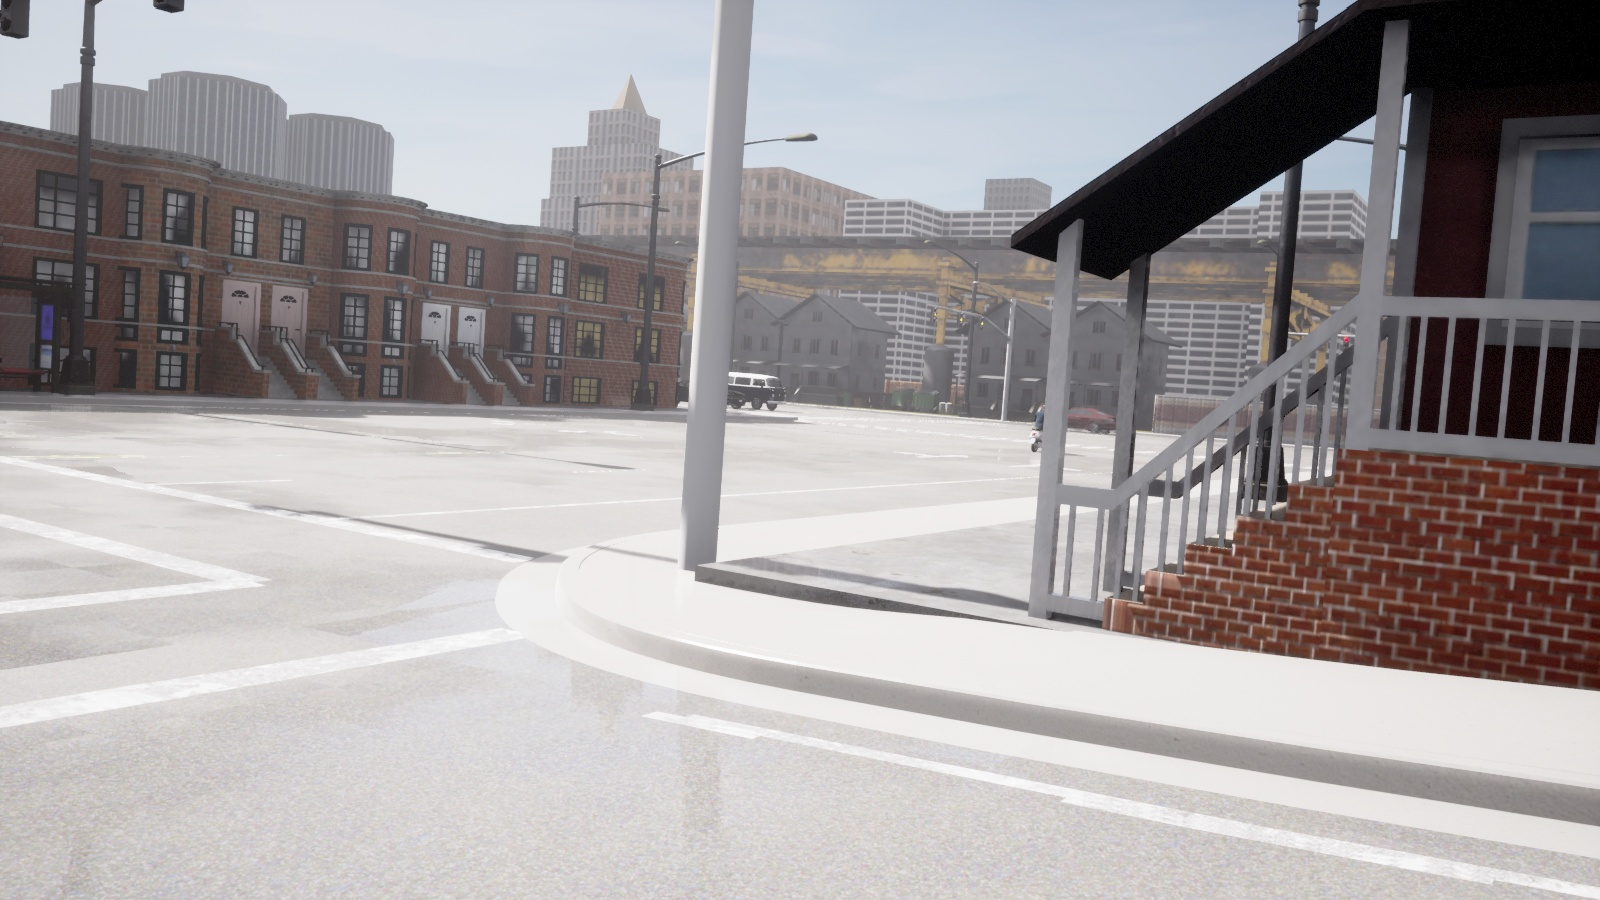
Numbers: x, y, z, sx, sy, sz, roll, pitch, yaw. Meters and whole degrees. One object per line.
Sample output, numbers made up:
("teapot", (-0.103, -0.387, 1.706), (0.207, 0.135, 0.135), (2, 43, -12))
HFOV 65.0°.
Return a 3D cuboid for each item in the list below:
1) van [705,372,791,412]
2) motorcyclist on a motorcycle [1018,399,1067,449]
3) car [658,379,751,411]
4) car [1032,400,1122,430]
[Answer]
("van", (-3.014, -3.350, 72.557), (4.480, 2.038, 2.069), (5, 4, 34))
("motorcyclist on a motorcycle", (8.086, -0.857, 41.773), (0.866, 1.590, 1.817), (5, 4, 34))
("car", (-5.338, -3.072, 69.899), (5.008, 1.535, 1.882), (5, 4, 34))
("car", (15.973, -2.047, 72.491), (4.674, 1.442, 1.812), (5, 4, 34))
